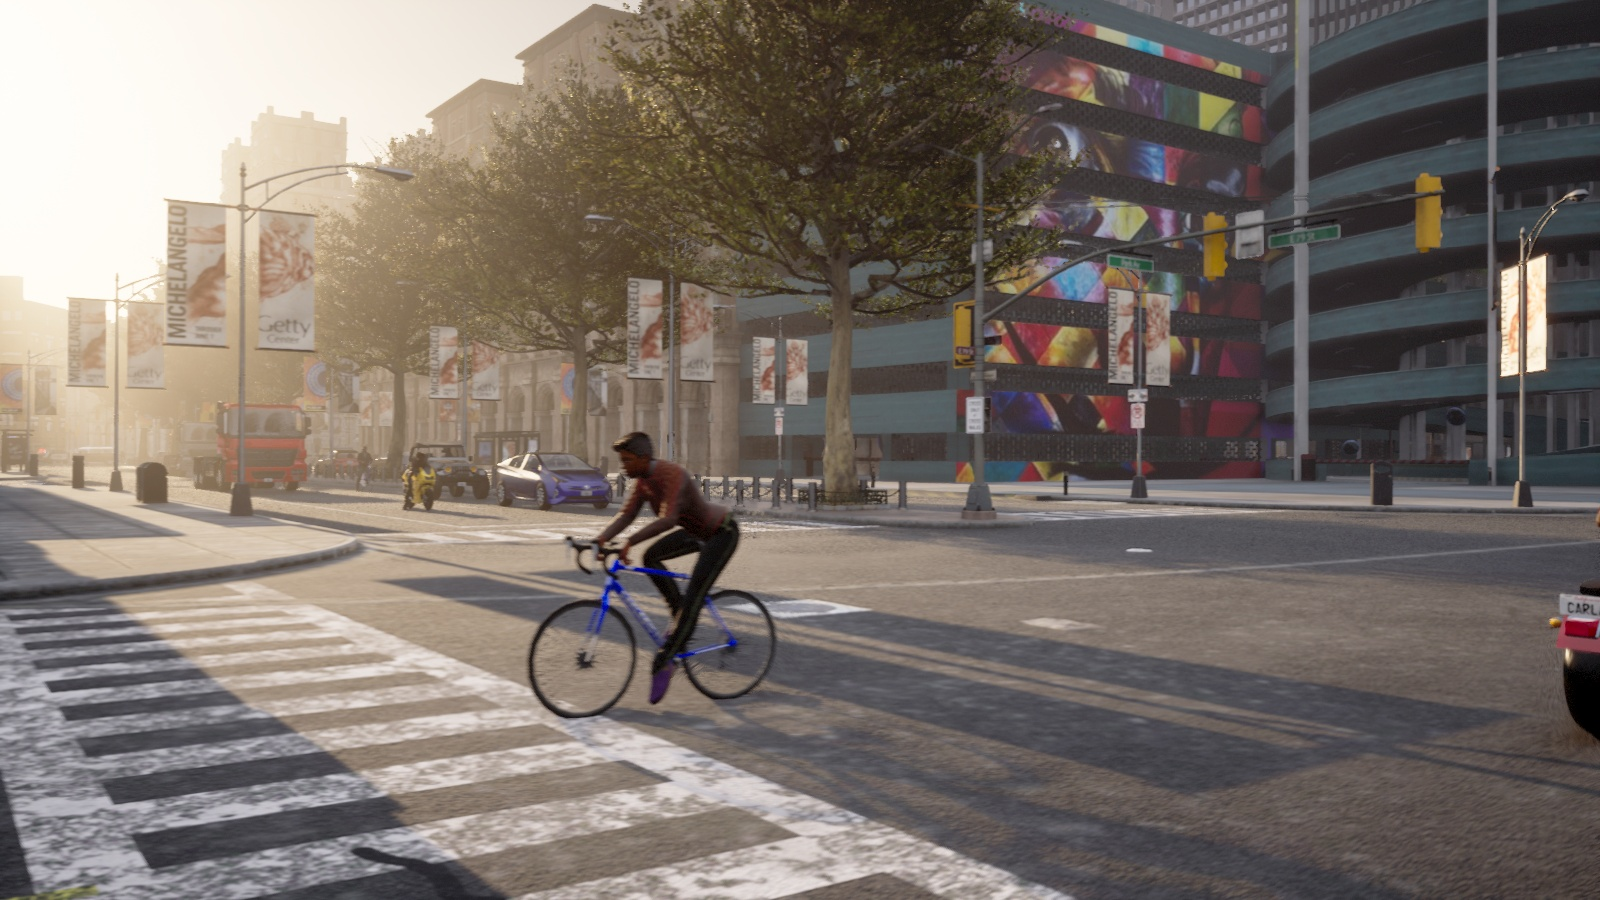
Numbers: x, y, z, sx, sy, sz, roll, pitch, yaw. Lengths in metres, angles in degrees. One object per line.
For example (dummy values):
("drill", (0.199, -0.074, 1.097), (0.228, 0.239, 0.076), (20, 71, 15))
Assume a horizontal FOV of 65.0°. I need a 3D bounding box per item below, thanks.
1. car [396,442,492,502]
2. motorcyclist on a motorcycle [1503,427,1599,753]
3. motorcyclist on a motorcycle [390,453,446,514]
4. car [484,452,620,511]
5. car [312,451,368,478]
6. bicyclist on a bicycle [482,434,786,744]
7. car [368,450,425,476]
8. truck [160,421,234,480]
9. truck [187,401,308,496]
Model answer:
("car", (-11.755, 0.689, 41.300), (1.905, 1.878, 3.866), (0, 0, -34))
("motorcyclist on a motorcycle", (4.966, 0.715, 7.115), (2.350, 1.649, 0.766), (0, 0, -35))
("motorcyclist on a motorcycle", (-9.947, 0.845, 32.625), (0.797, 1.523, 2.044), (0, 0, -35))
("car", (-6.880, 0.813, 34.432), (2.007, 1.525, 4.514), (0, 0, -35))
("car", (-29.529, 0.884, 80.534), (2.242, 1.667, 4.611), (0, 0, -35))
("bicyclist on a bicycle", (-0.934, 0.723, 7.273), (1.656, 1.620, 0.582), (0, 0, -35))
("car", (-26.482, 0.822, 82.286), (2.152, 1.651, 5.027), (0, 0, -35))
("truck", (-37.534, 0.057, 78.017), (2.891, 3.462, 7.936), (0, 0, -35))
("truck", (-22.052, -0.051, 49.871), (2.891, 3.462, 7.936), (0, 0, -35))
